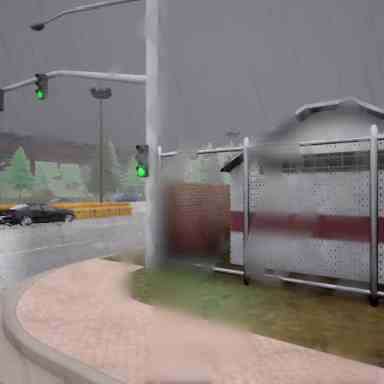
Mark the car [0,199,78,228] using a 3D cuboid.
[{"bbox_3d":[-10.299,1.477,22.436,1.882,1.535,5.008,0,0,34],"label":"car"}]
